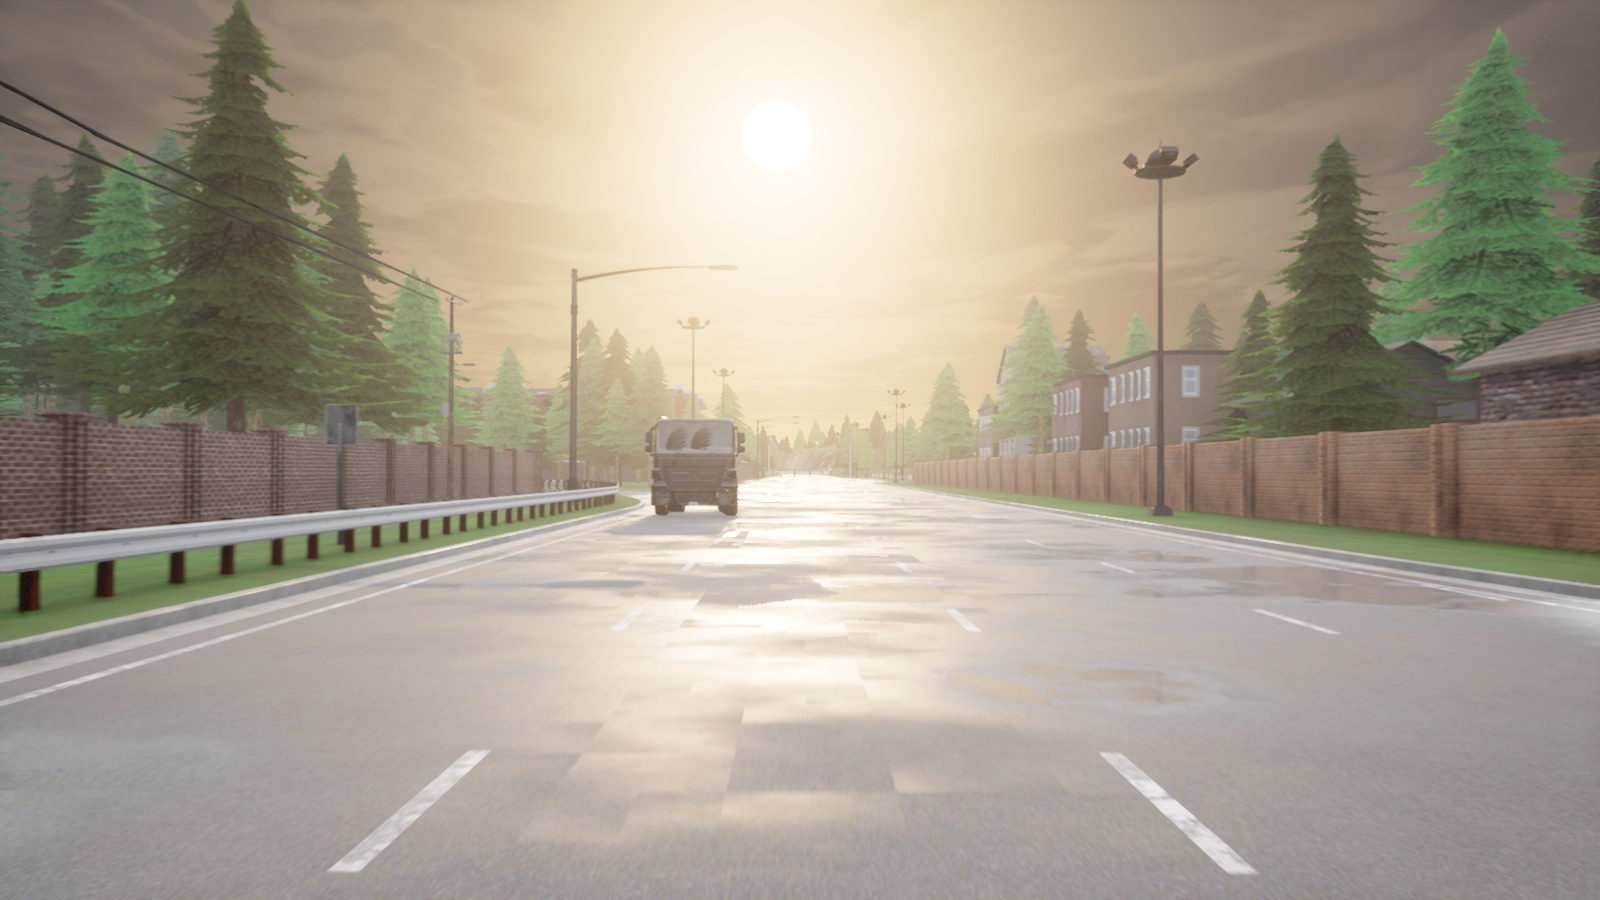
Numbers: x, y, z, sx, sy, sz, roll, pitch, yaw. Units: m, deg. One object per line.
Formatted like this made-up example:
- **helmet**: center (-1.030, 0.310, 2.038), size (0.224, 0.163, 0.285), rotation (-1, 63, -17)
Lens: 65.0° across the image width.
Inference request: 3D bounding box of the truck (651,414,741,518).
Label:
- **truck**: center (-3.650, 0.613, 45.874), size (2.891, 3.462, 7.936), rotation (0, -1, -2)
